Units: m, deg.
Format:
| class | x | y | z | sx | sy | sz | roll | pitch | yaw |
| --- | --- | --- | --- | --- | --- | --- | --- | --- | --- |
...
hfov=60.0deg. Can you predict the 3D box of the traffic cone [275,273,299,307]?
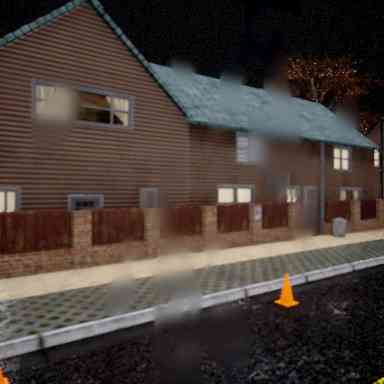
| class | x | y | z | sx | sy | sz | roll | pitch | yaw |
| --- | --- | --- | --- | --- | --- | --- | --- | --- | --- |
| traffic cone | 1.896 | 1.917 | 6.632 | 0.340 | 0.580 | 0.340 | -1 | 0 | -34 |
